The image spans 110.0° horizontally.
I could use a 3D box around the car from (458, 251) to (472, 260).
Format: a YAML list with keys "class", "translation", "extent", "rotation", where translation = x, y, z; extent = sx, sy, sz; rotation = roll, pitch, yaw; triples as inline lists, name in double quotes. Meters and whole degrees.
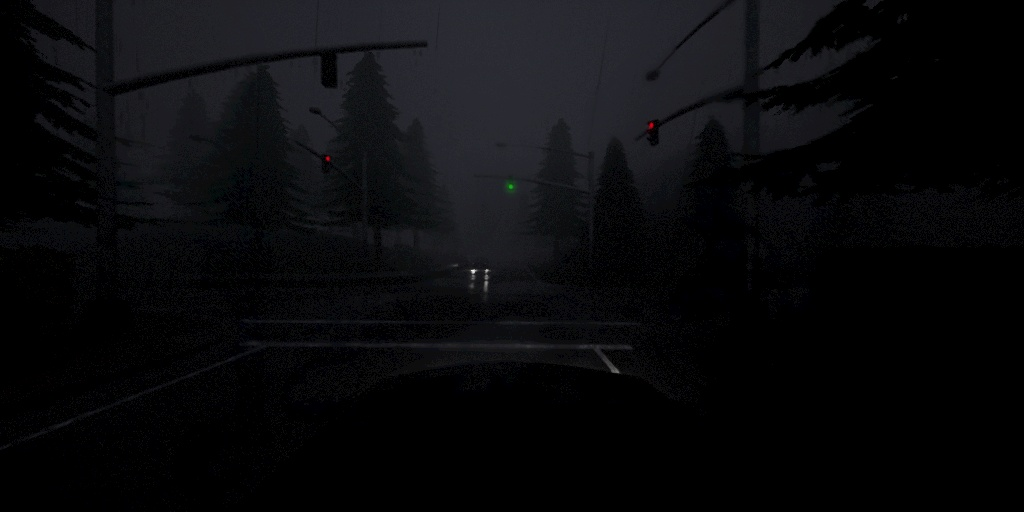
- class: "car"
  translation: [-8.051, 0.232, 62.396]
  extent: [2.150, 2.045, 5.566]
  rotation: [-1, 1, -43]

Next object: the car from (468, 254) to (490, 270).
- class: "car"
  translation: [-3.573, 0.799, 41.601]
  extent: [1.812, 1.442, 4.674]
  rotation: [0, 1, 0]
